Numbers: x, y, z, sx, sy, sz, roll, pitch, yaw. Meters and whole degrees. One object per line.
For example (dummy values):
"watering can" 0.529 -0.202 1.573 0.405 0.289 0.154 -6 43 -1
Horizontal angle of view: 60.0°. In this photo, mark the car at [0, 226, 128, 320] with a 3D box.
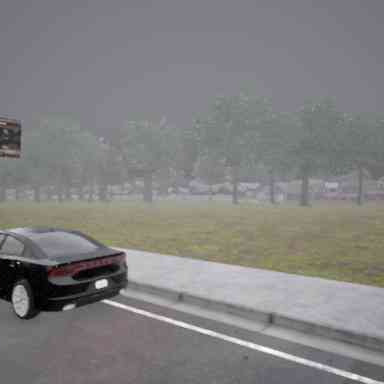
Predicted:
"car" -3.618 1.509 7.494 5.008 1.535 1.882 0 0 37
